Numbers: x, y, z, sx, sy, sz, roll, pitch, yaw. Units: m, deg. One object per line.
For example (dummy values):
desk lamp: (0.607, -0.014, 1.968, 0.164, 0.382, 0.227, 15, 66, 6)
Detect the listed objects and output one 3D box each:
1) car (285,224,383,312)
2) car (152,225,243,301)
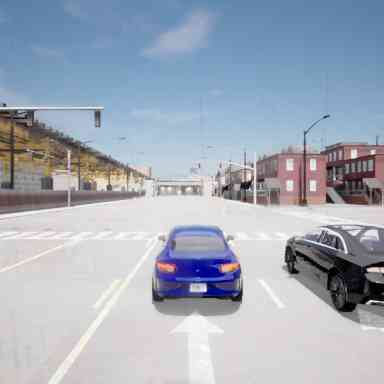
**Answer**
car: (3.610, 1.492, 7.687, 2.128, 1.511, 4.902, 0, 0, -1)
car: (0.107, 1.526, 8.180, 1.812, 1.442, 4.674, 0, 0, 0)
